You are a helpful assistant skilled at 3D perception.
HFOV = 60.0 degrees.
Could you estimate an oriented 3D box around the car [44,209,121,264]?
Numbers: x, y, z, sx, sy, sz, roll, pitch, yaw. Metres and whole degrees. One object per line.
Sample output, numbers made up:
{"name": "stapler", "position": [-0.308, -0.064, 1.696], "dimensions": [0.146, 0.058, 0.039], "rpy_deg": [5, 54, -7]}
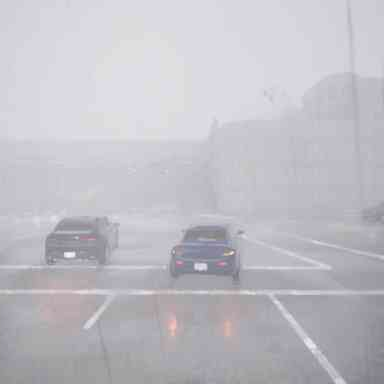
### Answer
{"name": "car", "position": [-3.811, 1.554, 12.108], "dimensions": [1.837, 1.490, 4.892], "rpy_deg": [1, 1, -6]}

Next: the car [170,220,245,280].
{"name": "car", "position": [0.582, 1.590, 10.125], "dimensions": [1.812, 1.442, 4.674], "rpy_deg": [0, 0, 9]}

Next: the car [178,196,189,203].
{"name": "car", "position": [-2.278, 1.729, 76.473], "dimensions": [1.812, 1.442, 4.674], "rpy_deg": [0, 0, 24]}

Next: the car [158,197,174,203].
{"name": "car", "position": [-5.961, 1.758, 76.683], "dimensions": [1.994, 1.385, 4.181], "rpy_deg": [0, 0, 24]}

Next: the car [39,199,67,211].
{"name": "car", "position": [-18.497, 1.683, 44.472], "dimensions": [1.994, 1.385, 4.181], "rpy_deg": [0, 0, -1]}

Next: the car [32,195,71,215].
{"name": "car", "position": [-14.816, 1.319, 36.279], "dimensions": [2.150, 2.045, 5.566], "rpy_deg": [0, 0, -1]}

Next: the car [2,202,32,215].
{"name": "car", "position": [-18.296, 1.697, 35.661], "dimensions": [1.895, 1.301, 4.718], "rpy_deg": [0, 0, -1]}

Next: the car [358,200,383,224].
{"name": "car", "position": [12.482, 0.944, 19.830], "dimensions": [4.892, 1.490, 1.837], "rpy_deg": [-7, 0, 0]}

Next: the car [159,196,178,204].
{"name": "car", "position": [-4.774, 1.531, 66.835], "dimensions": [2.097, 1.767, 4.553], "rpy_deg": [0, 0, 6]}
